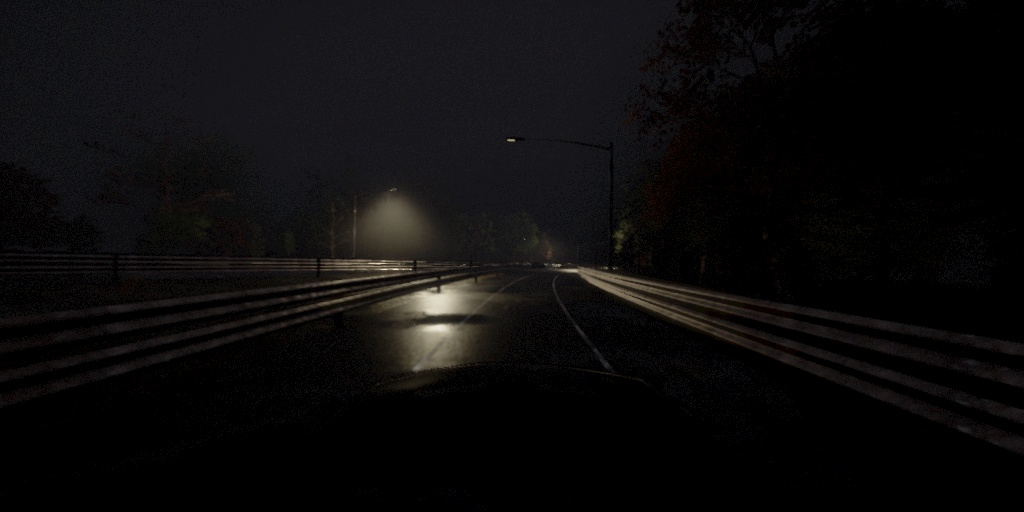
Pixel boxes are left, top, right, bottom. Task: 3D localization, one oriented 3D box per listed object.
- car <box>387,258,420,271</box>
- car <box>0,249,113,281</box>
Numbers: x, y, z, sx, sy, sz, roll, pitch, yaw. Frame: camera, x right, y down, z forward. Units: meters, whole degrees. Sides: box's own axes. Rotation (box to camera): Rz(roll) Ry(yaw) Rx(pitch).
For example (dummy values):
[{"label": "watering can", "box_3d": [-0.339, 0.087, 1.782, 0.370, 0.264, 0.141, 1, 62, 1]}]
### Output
[{"label": "car", "box_3d": [-13.854, 1.010, 46.232, 2.097, 1.767, 4.553, 0, -1, 26]}, {"label": "car", "box_3d": [-23.617, 0.432, 18.012, 2.128, 1.511, 4.902, 0, -1, 26]}]
